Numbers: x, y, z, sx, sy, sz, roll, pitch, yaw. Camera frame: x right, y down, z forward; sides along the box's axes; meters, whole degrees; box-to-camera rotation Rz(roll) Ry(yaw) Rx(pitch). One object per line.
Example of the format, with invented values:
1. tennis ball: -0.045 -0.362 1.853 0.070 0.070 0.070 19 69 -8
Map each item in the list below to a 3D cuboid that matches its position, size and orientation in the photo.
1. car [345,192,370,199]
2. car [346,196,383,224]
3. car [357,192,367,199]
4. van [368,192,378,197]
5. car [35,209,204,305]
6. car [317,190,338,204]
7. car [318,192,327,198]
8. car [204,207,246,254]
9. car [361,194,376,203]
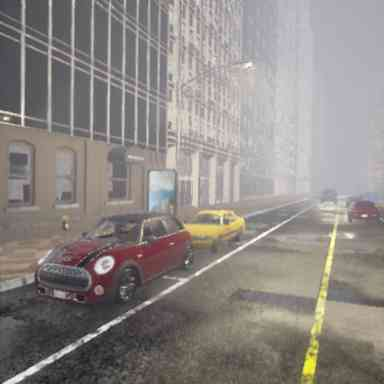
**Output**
1. car: 17.873 1.118 36.387 2.128 1.511 4.902 1 1 25
2. car: 11.693 1.295 22.752 1.812 1.442 4.674 1 1 25
3. car: 38.872 0.821 76.191 1.887 1.381 4.507 1 1 24
4. van: 27.179 0.874 50.481 1.690 1.788 3.998 1 1 24
5. car: -1.502 1.263 7.681 1.967 1.590 4.097 1 1 24
6. car: 19.953 0.667 48.329 2.150 2.045 5.566 1 1 24
7. car: 31.245 0.664 79.659 1.802 1.307 4.206 1 1 24
8. car: 0.766 1.294 12.668 1.752 1.417 4.829 1 1 24
9. car: 29.515 1.047 55.626 1.947 1.339 4.313 1 1 24
